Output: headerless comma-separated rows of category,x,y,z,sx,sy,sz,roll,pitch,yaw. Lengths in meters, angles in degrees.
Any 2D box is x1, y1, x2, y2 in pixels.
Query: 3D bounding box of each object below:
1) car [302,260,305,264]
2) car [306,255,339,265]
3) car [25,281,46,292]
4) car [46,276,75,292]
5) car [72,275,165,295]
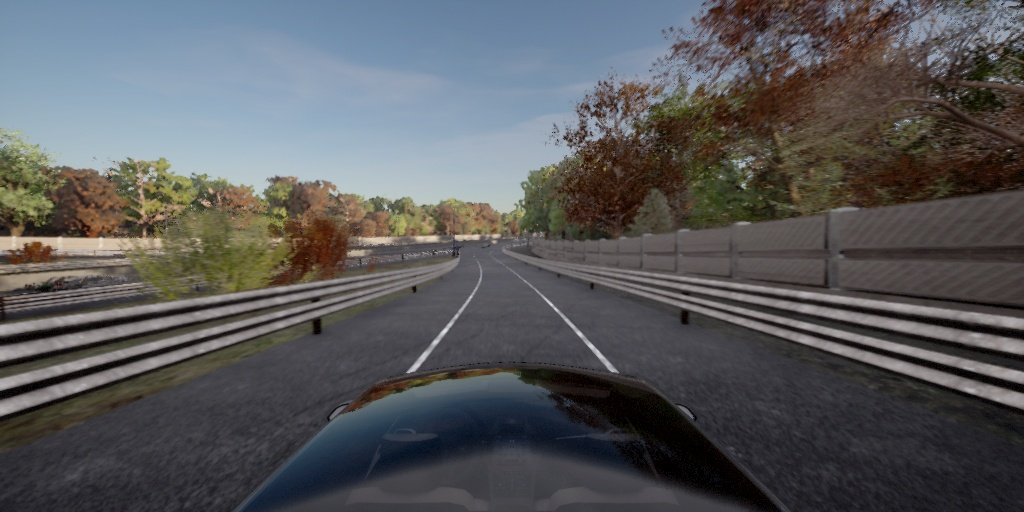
car,-31.451,0.629,56.092,1.837,1.490,4.892,1,4,17
car,-28.176,0.683,54.833,2.128,1.511,4.902,1,4,17
car,-38.853,2.433,31.705,1.895,1.301,4.718,1,4,17
car,-35.475,2.384,30.765,1.837,1.490,4.892,1,4,17
car,-32.107,2.416,29.815,2.128,1.511,4.902,1,4,17
